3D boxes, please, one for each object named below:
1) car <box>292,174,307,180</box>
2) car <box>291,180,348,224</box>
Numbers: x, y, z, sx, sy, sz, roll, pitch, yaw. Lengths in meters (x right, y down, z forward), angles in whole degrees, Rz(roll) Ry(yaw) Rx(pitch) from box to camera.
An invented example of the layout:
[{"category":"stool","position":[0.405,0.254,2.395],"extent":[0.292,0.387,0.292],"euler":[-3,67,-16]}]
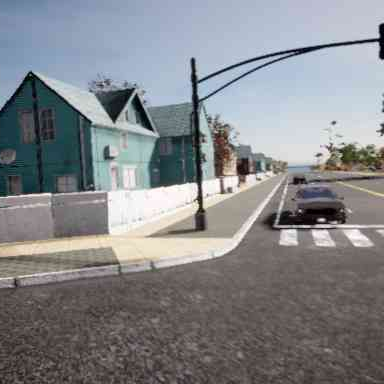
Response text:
[{"category":"car","position":[14.611,-1.802,45.431],"extent":[1.895,1.301,4.718],"euler":[-2,3,17]},{"category":"car","position":[5.329,0.421,14.344],"extent":[2.033,1.411,5.357],"euler":[-2,3,17]}]
